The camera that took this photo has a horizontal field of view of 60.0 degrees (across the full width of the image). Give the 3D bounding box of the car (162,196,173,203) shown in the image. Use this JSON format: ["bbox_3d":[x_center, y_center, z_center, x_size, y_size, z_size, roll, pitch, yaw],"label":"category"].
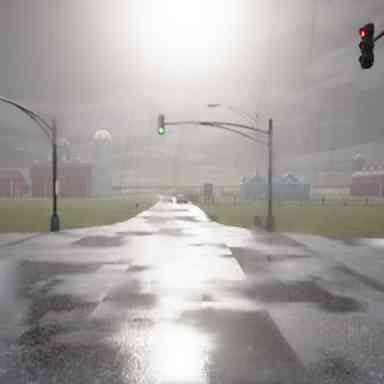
[{"bbox_3d":[-4.790,1.428,65.757,1.812,1.442,4.674,0,0,-3],"label":"car"}]

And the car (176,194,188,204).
[{"bbox_3d":[-1.797,1.502,61.760,1.895,1.301,4.718,0,0,-3],"label":"car"}]

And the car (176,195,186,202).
[{"bbox_3d":[-2.423,1.308,71.743,1.837,1.490,4.892,0,0,-4],"label":"car"}]
